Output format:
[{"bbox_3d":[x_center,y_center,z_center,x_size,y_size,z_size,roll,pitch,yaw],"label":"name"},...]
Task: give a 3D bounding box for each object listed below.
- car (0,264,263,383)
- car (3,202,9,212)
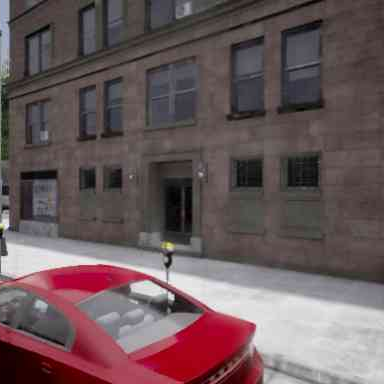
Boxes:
[{"bbox_3d":[-1.443,1.537,3.840,4.507,1.381,1.887,0,0,36],"label":"car"},{"bbox_3d":[-19.721,1.355,31.163,1.812,1.442,4.674,0,0,37],"label":"car"}]
